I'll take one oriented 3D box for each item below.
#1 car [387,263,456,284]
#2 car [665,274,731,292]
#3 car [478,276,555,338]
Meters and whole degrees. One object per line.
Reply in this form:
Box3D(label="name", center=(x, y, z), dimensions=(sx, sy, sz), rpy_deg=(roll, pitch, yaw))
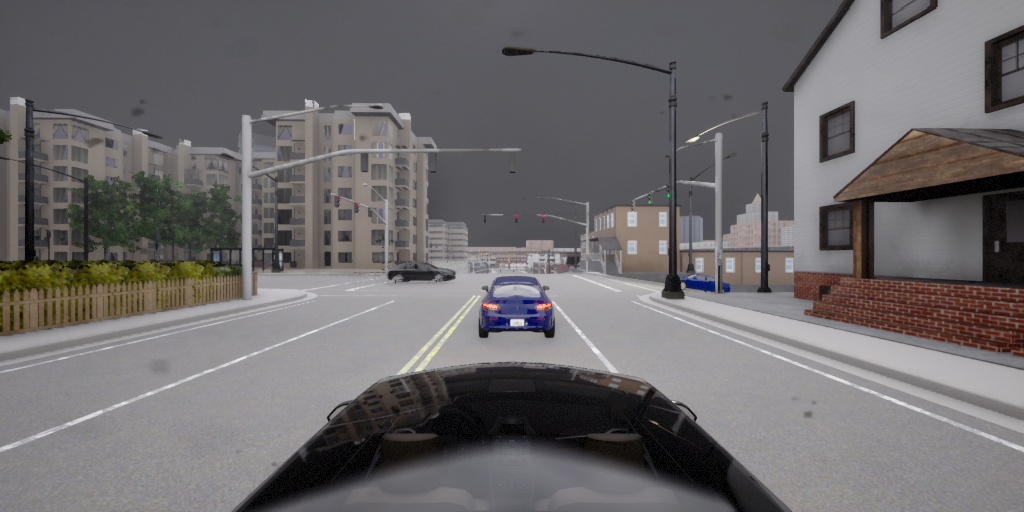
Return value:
Box3D(label="car", center=(-6.623, 1.230, 26.347), dimensions=(4.892, 1.490, 1.837), rpy_deg=(-1, 0, 1))
Box3D(label="car", center=(15.369, 2.209, 29.744), dimensions=(5.008, 1.535, 1.882), rpy_deg=(9, 0, 1))
Box3D(label="car", center=(0.107, 1.276, 10.055), dimensions=(1.812, 1.442, 4.674), rpy_deg=(0, 0, 0))
